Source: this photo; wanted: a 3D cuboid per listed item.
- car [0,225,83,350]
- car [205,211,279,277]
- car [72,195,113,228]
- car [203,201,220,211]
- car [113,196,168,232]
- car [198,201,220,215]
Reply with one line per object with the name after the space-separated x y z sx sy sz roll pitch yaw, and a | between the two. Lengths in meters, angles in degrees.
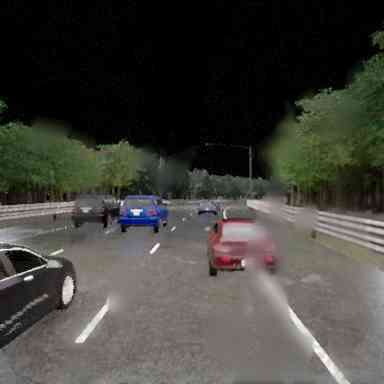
-3.309 1.503 4.927 1.837 1.490 4.892 0 -1 1 | car
1.397 1.528 10.196 1.812 1.442 4.674 0 0 2 | car
-6.164 1.249 22.483 2.150 2.045 5.566 0 0 3 | car
2.713 1.865 45.235 1.994 1.385 4.181 0 -1 7 | car
-2.781 1.239 20.205 2.150 2.045 5.566 0 0 3 | car
1.756 1.706 35.449 1.994 1.385 4.181 0 -1 7 | car
